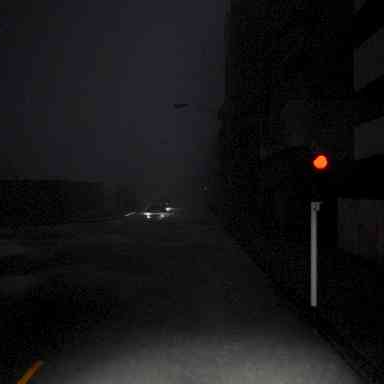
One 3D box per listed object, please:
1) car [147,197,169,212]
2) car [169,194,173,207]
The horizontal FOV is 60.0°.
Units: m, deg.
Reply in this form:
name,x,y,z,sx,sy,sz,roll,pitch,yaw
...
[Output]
name,x,y,z,sx,sy,sz,roll,pitch,yaw
car,-4.158,1.478,39.535,1.882,1.535,5.008,0,0,0
car,-4.142,1.505,49.562,1.837,1.490,4.892,0,0,1
